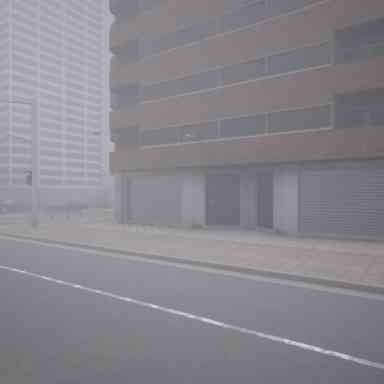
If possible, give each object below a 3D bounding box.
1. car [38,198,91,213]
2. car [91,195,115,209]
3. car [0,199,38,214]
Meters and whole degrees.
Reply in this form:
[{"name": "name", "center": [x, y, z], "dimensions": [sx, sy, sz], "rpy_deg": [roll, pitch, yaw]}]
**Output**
[{"name": "car", "center": [-13.907, 1.601, 36.478], "dimensions": [1.895, 1.301, 4.718], "rpy_deg": [0, 0, 35]}, {"name": "car", "center": [-12.816, 1.505, 44.169], "dimensions": [1.837, 1.490, 4.892], "rpy_deg": [0, 0, 35]}, {"name": "car", "center": [-18.771, 1.477, 35.614], "dimensions": [1.882, 1.535, 5.008], "rpy_deg": [0, 0, 35]}]
